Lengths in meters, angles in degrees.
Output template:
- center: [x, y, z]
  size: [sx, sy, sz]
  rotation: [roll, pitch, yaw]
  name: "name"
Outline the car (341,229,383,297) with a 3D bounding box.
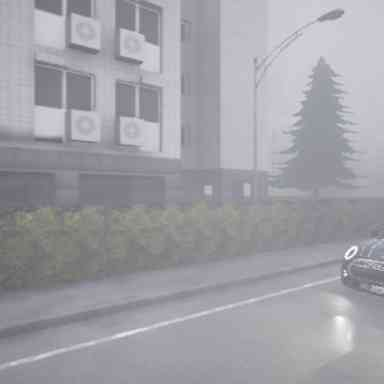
- center: [5.574, 1.363, 7.914]
  size: [4.553, 1.767, 2.097]
  rotation: [0, 0, -35]
  name: "car"
